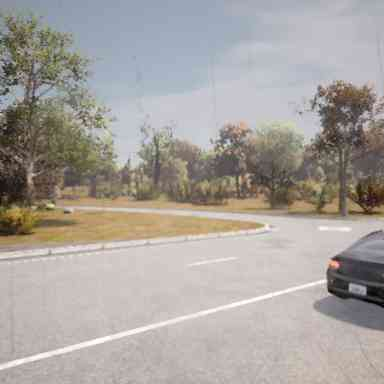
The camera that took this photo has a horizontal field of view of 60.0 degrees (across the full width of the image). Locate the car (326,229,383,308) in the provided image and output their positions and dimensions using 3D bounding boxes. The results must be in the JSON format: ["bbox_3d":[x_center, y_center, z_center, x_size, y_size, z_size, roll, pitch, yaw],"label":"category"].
[{"bbox_3d":[4.733,1.520,7.137,4.674,1.442,1.812,0,0,-36],"label":"car"}]
